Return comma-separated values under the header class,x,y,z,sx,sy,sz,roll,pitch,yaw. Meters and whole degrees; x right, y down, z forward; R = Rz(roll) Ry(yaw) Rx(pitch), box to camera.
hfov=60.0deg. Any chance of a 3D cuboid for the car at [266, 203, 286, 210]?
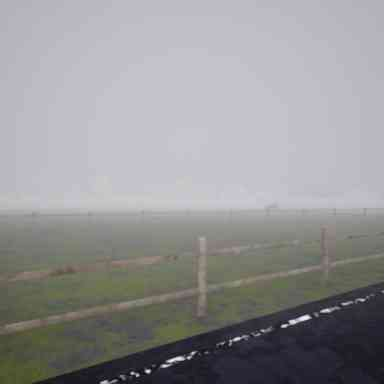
class,x,y,z,sx,sy,sz,roll,pitch,yaw
car,16.220,2.837,64.374,2.128,1.511,4.902,1,-2,-20
